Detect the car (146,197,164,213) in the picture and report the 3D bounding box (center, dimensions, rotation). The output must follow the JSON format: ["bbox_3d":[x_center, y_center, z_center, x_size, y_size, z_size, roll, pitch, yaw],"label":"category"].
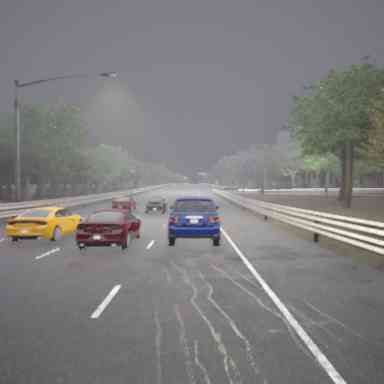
[{"bbox_3d":[-3.412,1.236,32.897,1.837,1.490,4.892,0,1,0],"label":"car"}]

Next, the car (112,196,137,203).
[{"bbox_3d":[-6.915,1.170,34.350,1.882,1.535,5.008,0,2,0],"label":"car"}]

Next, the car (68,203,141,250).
[{"bbox_3d":[-3.407,1.463,14.407,1.882,1.535,5.008,0,0,0],"label":"car"}]

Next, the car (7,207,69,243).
[{"bbox_3d":[-6.906,1.456,16.161,1.882,1.535,5.008,0,0,0],"label":"car"}]

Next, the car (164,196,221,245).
[{"bbox_3d":[0.104,1.203,15.466,2.150,2.045,5.566,0,0,0],"label":"car"}]

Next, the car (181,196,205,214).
[{"bbox_3d":[0.086,1.225,32.794,2.128,1.511,4.902,0,1,0],"label":"car"}]
